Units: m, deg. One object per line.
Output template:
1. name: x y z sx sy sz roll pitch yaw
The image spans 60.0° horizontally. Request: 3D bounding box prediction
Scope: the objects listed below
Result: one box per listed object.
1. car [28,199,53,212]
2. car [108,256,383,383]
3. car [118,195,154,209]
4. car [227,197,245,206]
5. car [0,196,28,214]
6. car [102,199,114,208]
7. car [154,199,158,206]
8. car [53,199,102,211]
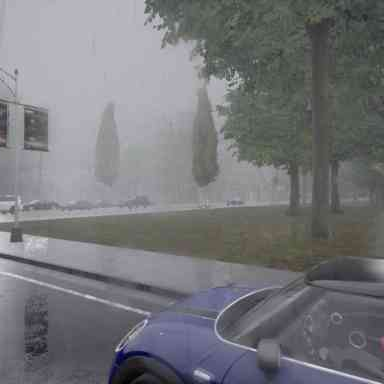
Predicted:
1. car: -19.754 1.698 43.074 1.882 1.535 5.008 0 0 35
2. car: 1.418 1.352 2.678 4.553 1.767 2.097 0 0 36
3. car: -9.107 1.518 52.615 2.150 2.045 5.566 0 0 36
4. car: 8.816 1.821 66.572 2.097 1.767 4.553 0 -1 35
5. car: -21.061 1.402 35.547 2.150 2.045 5.566 0 0 34
6. car: -14.072 1.840 51.193 1.994 1.385 4.181 0 0 35
7. car: -8.125 1.839 59.636 2.128 1.511 4.902 0 0 36
8. car: -15.097 1.781 44.063 2.033 1.411 5.357 0 0 35
